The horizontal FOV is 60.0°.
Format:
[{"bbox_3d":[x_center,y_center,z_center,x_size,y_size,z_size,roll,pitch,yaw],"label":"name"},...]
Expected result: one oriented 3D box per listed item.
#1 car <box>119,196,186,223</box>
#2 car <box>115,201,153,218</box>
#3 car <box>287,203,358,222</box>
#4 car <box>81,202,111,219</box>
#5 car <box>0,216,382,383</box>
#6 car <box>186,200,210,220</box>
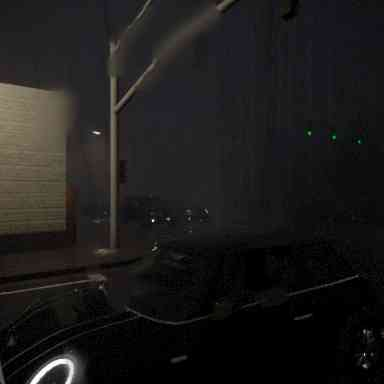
[{"bbox_3d":[-3.040,1.277,22.372,2.150,2.045,5.566,0,0,-36],"label":"car"},{"bbox_3d":[-5.687,1.619,32.115,1.994,1.385,4.181,0,0,-35],"label":"car"},{"bbox_3d":[9.136,1.534,23.746,1.882,1.535,5.008,0,0,-36],"label":"car"},{"bbox_3d":[-8.502,1.619,30.041,1.994,1.385,4.181,0,0,-35],"label":"car"},{"bbox_3d":[0.170,1.352,3.992,4.553,1.767,2.097,0,0,-32],"label":"car"},{"bbox_3d":[-0.671,1.407,25.084,2.097,1.767,4.553,0,0,-35],"label":"car"}]
